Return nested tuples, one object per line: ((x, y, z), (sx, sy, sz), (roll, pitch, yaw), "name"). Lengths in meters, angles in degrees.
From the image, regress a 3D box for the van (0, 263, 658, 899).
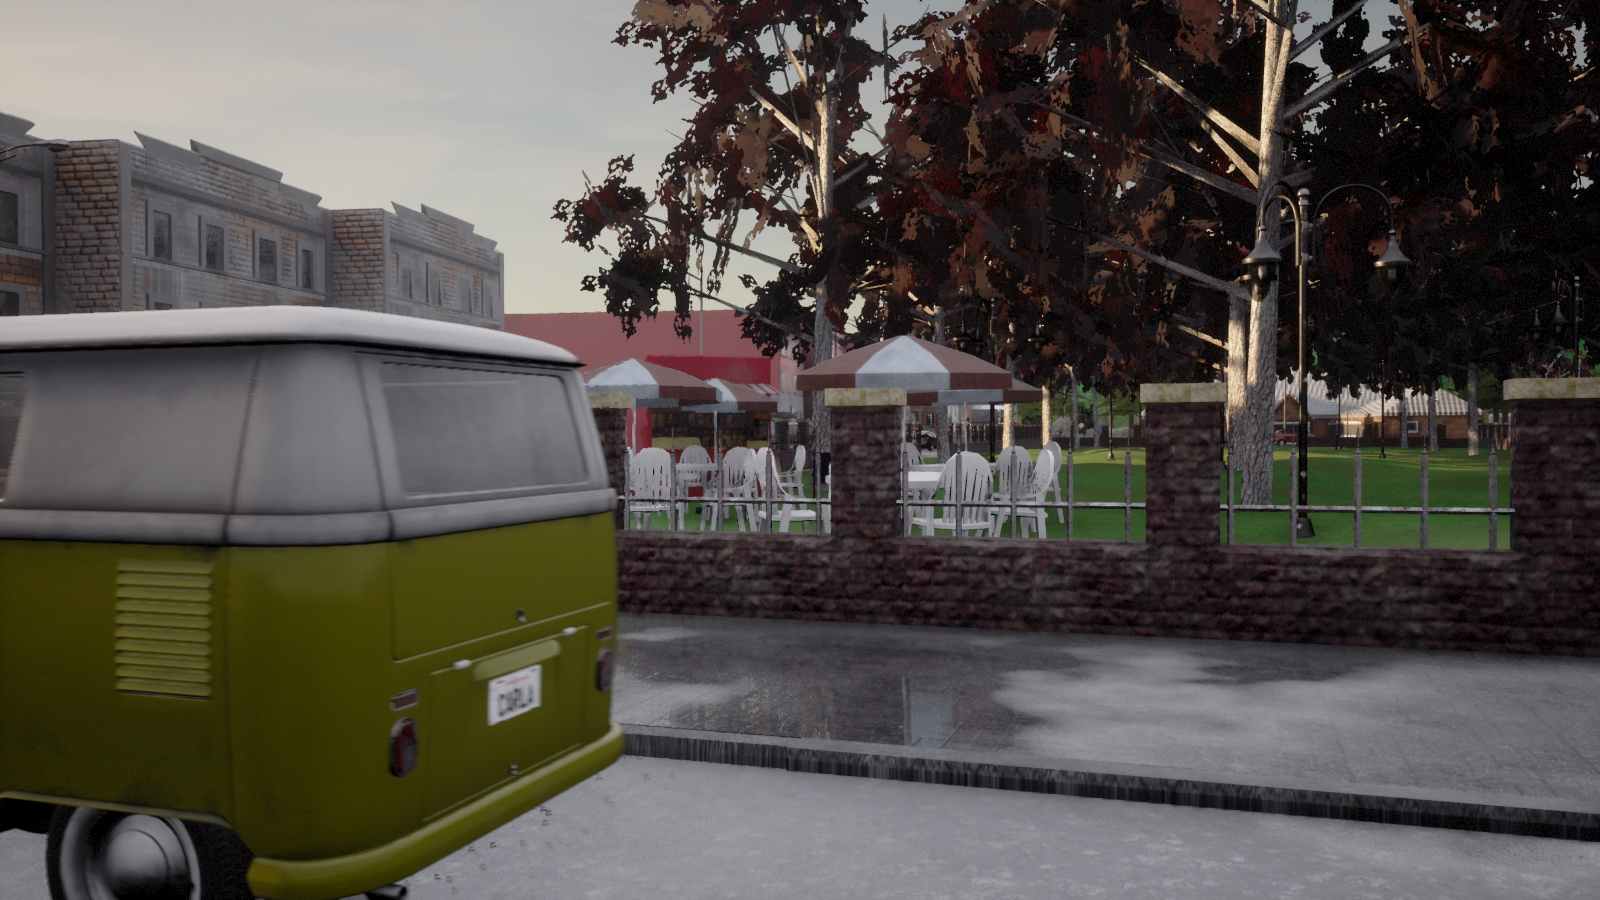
((-2.939, 0.493, 4.707), (4.442, 1.987, 1.775), (1, 1, 19), "van")

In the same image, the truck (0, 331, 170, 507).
((-17.099, -0.628, 25.534), (2.891, 3.462, 7.936), (1, 1, 19), "truck")

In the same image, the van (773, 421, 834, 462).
((0.218, -0.453, 64.537), (1.775, 1.987, 4.442), (1, 1, 19), "van")

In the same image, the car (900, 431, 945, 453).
((8.858, -0.584, 90.158), (2.163, 1.488, 4.792), (1, 1, 19), "car")
